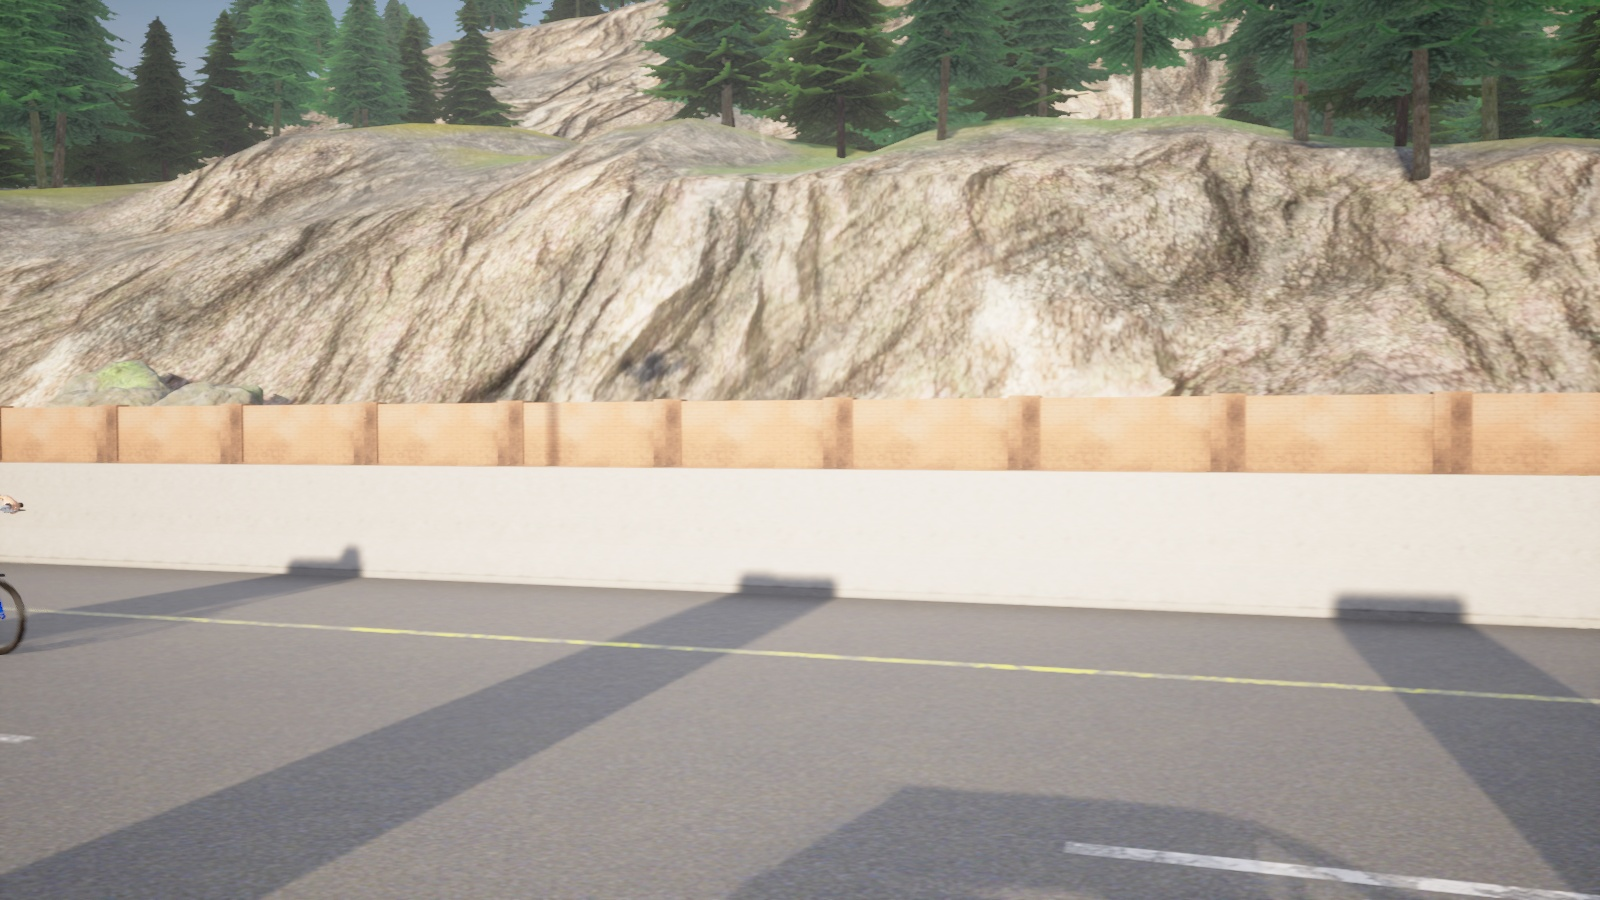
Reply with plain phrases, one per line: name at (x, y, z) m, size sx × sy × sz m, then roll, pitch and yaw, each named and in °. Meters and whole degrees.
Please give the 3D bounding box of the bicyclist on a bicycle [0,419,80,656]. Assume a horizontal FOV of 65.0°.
bicyclist on a bicycle at (-6.077, 0.582, 8.934) m, size 1.509 × 1.612 × 0.866 m, roll 1°, pitch 1°, yaw 19°
